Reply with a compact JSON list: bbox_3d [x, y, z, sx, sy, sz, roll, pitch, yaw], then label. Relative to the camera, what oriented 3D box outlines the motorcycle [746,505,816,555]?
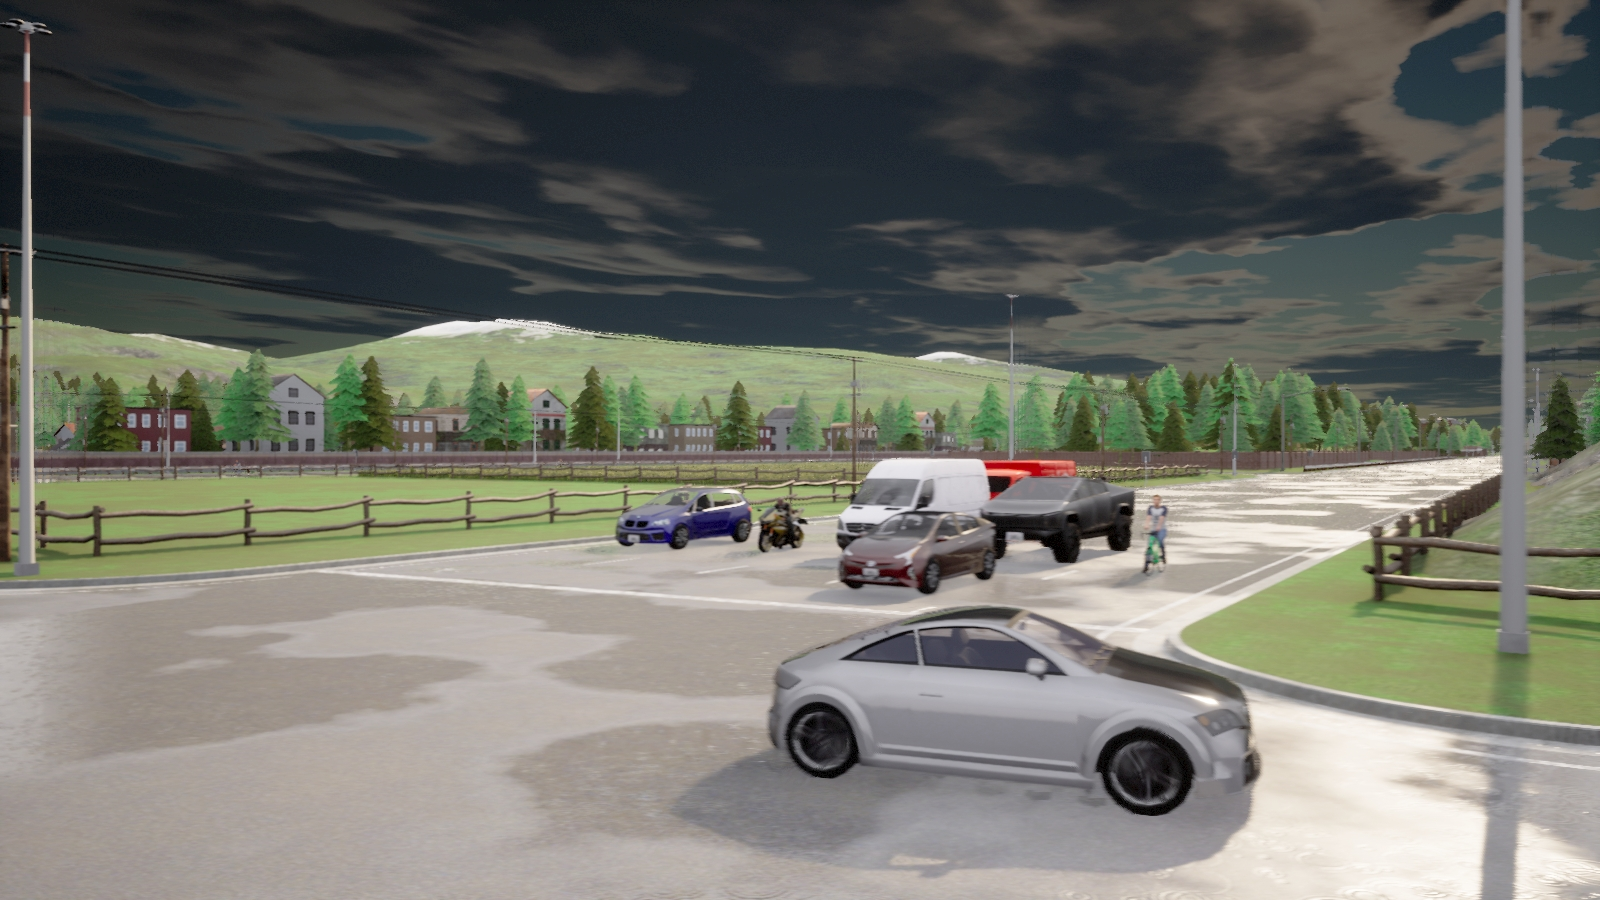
[{"bbox_3d":[-0.513,2.202,31.876,0.867,1.251,2.209,0,0,34],"label":"motorcycle"}]

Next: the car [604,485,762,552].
[{"bbox_3d":[-3.379,1.963,33.885,2.242,1.667,4.611,0,0,34],"label":"car"}]

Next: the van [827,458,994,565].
[{"bbox_3d":[3.157,1.533,31.089,1.988,2.561,5.915,0,0,33],"label":"van"}]

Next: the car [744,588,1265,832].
[{"bbox_3d":[1.823,2.118,10.091,4.181,1.385,1.994,0,0,21],"label":"car"}]

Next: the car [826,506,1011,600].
[{"bbox_3d":[2.579,2.039,23.834,2.007,1.525,4.514,0,0,33],"label":"car"}]

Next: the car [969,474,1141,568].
[{"bbox_3d":[6.956,1.754,30.478,2.390,2.098,6.274,0,0,33],"label":"car"}]

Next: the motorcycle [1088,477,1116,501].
[{"bbox_3d":[17.143,2.208,64.893,0.867,1.251,2.209,0,0,34],"label":"motorcycle"}]

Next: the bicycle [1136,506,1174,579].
[{"bbox_3d":[8.001,2.057,25.713,0.373,1.496,1.643,0,0,34],"label":"bicycle"}]

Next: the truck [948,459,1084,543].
[{"bbox_3d":[7.131,1.566,37.267,2.627,2.467,5.204,0,0,33],"label":"truck"}]
